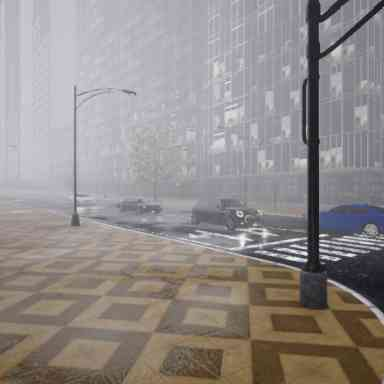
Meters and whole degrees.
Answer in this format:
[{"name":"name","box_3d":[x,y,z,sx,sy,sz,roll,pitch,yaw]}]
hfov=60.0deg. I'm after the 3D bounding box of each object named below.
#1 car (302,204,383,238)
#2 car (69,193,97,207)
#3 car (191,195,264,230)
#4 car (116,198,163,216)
[{"name":"car","box_3d":[8.100,1.326,17.008,1.882,1.535,5.008,0,1,-38]},{"name":"car","box_3d":[-12.481,0.851,37.582,1.812,1.442,4.674,0,1,-38]},{"name":"car","box_3d":[1.945,1.104,19.239,2.097,1.767,4.553,0,1,-38]},{"name":"car","box_3d":[-4.365,1.167,27.237,1.895,1.301,4.718,0,1,-38]}]
